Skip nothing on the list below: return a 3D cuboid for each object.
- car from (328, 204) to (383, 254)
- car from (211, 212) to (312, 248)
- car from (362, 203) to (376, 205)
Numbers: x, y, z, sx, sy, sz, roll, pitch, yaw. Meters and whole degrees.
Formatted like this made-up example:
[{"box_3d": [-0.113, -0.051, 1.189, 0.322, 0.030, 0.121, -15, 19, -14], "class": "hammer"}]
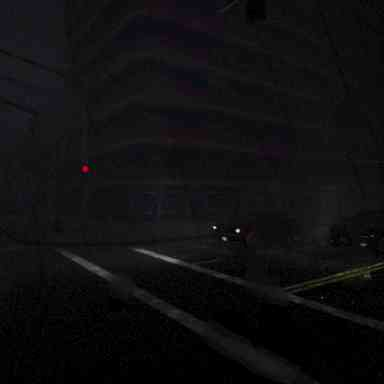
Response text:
[{"box_3d": [7.643, 1.478, 13.732, 5.008, 1.535, 1.882, 0, 0, -35], "class": "car"}, {"box_3d": [3.147, 1.601, 14.851, 4.718, 1.301, 1.895, 0, 0, -35], "class": "car"}, {"box_3d": [10.800, 1.478, 20.291, 5.008, 1.535, 1.882, 0, 0, -35], "class": "car"}]
